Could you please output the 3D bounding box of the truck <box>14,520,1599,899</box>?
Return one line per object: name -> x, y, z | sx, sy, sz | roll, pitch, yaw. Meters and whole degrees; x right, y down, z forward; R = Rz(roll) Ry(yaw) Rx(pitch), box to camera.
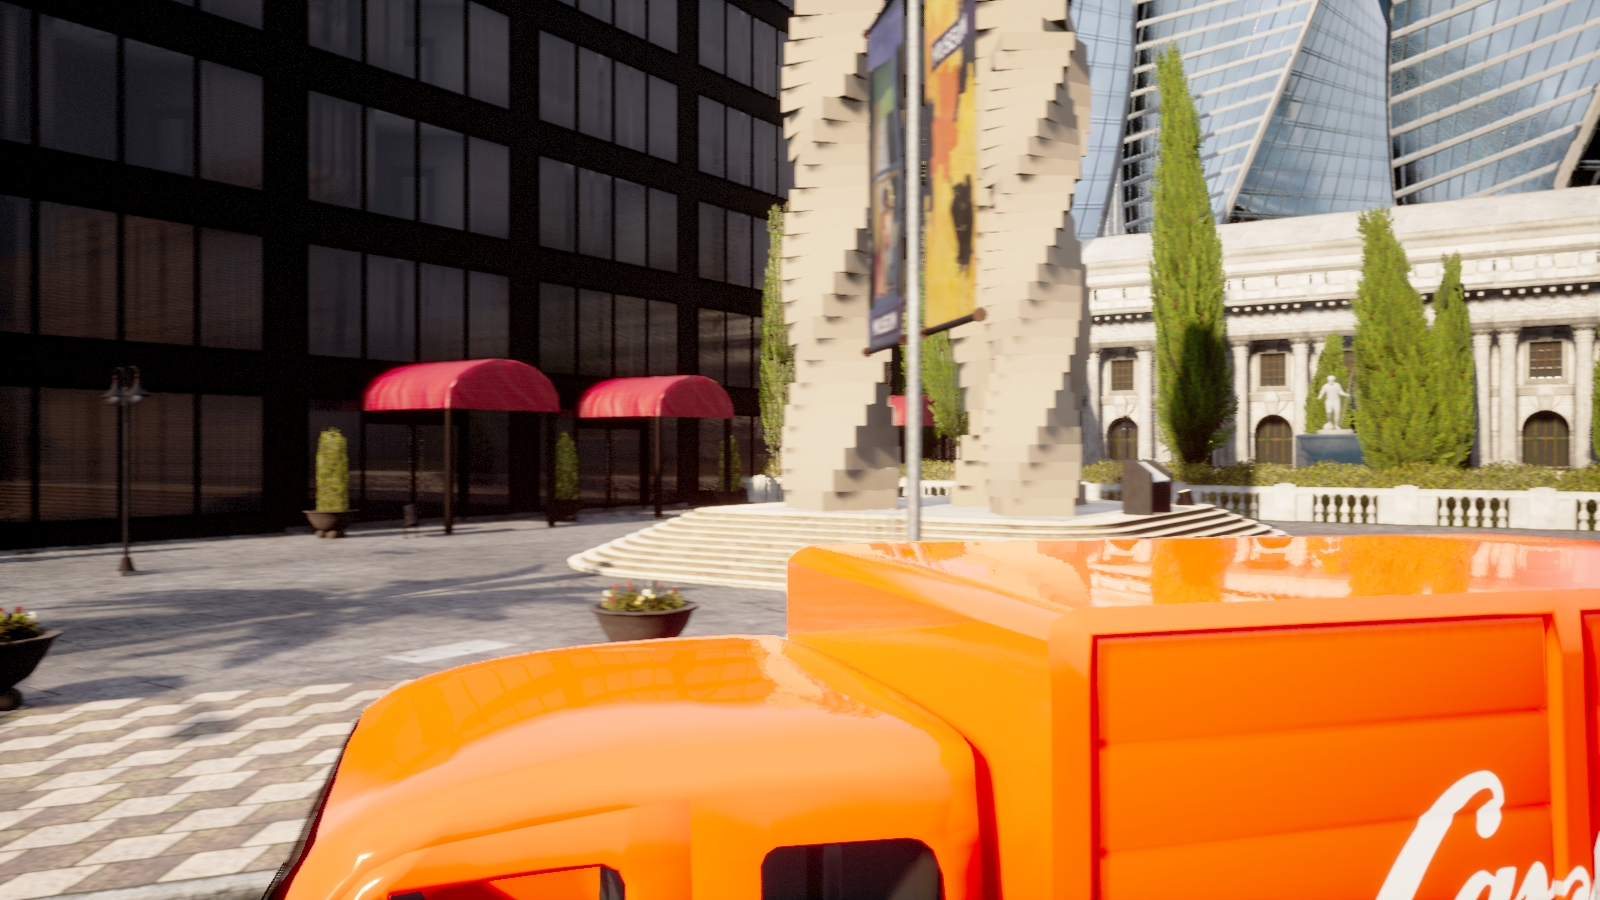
truck -> 1.004, 1.566, 3.619 | 5.204, 2.467, 2.627 | 0, 0, -16
